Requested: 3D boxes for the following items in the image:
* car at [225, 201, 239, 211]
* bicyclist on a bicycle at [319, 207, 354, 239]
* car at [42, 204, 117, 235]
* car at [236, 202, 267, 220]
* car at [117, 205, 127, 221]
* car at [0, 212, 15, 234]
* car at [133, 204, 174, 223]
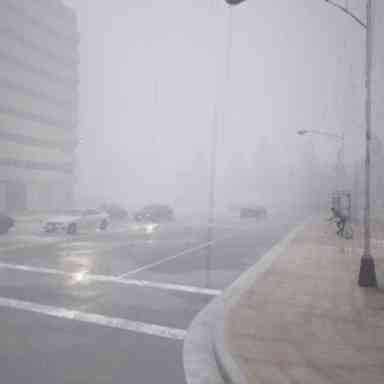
[{"bbox_3d":[6.446,2.153,50.870,1.837,1.490,4.892,1,-1,-5],"label":"car"},{"bbox_3d":[7.330,1.589,16.943,1.656,1.620,0.582,0,-1,23],"label":"bicyclist on a bicycle"},{"bbox_3d":[-6.900,1.689,20.384,1.812,1.442,4.674,0,-1,22],"label":"car"},{"bbox_3d":[6.226,1.943,33.311,1.882,1.535,5.008,0,-1,23],"label":"car"},{"bbox_3d":[-7.332,1.778,28.511,1.812,1.442,4.674,0,-1,23],"label":"car"},{"bbox_3d":[-11.807,1.601,17.739,1.812,1.442,4.674,0,-1,23],"label":"car"},{"bbox_3d":[-3.261,1.812,29.183,1.837,1.490,4.892,0,-1,23],"label":"car"}]
